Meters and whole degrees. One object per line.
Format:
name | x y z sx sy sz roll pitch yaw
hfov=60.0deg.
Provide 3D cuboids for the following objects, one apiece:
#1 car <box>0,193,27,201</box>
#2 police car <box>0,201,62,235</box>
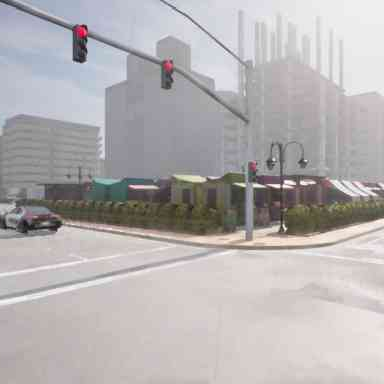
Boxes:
car | -32.477 1.156 61.270 1.905 1.878 3.866 0 0 42
police car | -9.461 1.509 19.238 4.974 1.542 2.038 0 0 44
